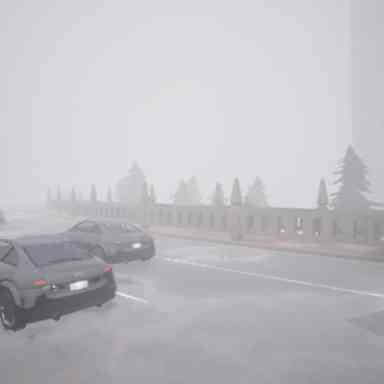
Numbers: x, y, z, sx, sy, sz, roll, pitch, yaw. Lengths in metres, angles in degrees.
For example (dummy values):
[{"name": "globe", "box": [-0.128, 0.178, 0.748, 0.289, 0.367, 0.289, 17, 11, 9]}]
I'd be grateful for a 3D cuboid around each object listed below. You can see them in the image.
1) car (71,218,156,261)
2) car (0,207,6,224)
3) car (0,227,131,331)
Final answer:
[{"name": "car", "box": [-3.174, 1.598, 11.421, 4.181, 1.385, 1.994, 0, 0, 42]}, {"name": "car", "box": [-15.137, 1.619, 24.767, 2.033, 1.411, 5.357, 0, 0, -36]}, {"name": "car", "box": [-3.482, 1.583, 7.042, 4.181, 1.385, 1.994, 0, 0, 40]}]
